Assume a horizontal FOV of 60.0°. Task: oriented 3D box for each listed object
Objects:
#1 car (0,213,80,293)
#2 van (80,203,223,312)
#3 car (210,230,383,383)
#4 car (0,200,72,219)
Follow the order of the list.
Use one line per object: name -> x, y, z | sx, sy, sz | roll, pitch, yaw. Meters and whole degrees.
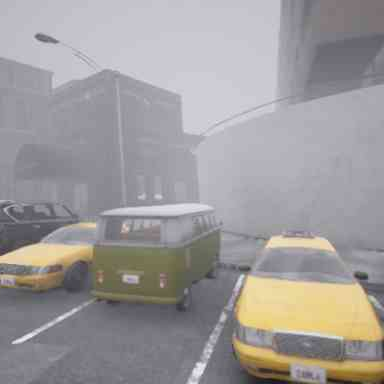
car -> -3.001, 1.522, 9.355 | 1.946, 1.575, 5.366 | 0, -1, 16
van -> -0.484, 1.290, 7.909 | 1.878, 1.987, 4.442 | 0, -1, 16
car -> 1.876, 1.498, 5.873 | 1.946, 1.575, 5.366 | 0, -1, 16
car -> -5.379, 1.297, 11.307 | 2.435, 2.045, 5.566 | 0, -1, 16
